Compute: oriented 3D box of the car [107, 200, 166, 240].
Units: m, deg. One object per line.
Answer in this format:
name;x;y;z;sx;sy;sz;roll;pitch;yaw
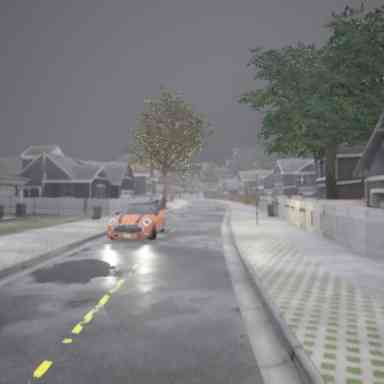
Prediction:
car;-2.654;1.335;16.757;2.097;1.767;4.553;0;0;4
